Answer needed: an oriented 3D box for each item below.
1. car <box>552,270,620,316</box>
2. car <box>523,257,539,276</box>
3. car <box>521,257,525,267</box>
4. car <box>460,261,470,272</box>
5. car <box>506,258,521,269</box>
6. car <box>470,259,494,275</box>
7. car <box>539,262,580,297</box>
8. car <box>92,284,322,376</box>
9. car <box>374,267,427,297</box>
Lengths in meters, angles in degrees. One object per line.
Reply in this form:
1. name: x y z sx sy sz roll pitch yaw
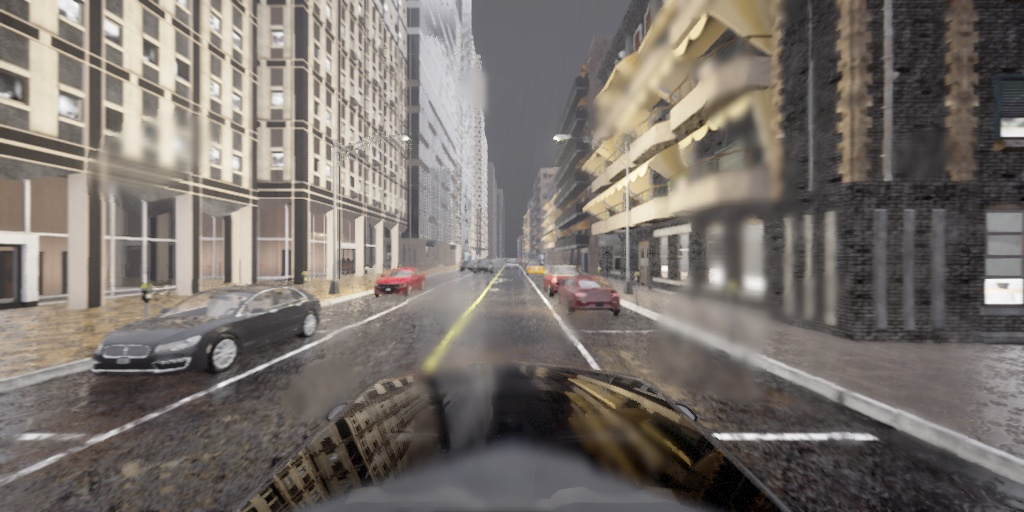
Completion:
1. car: 2.690 1.332 13.085 1.802 1.307 4.207 0 0 0
2. car: 2.350 1.212 36.580 1.801 1.575 5.366 0 0 0
3. car: 2.691 1.317 58.273 2.007 1.370 4.403 0 0 0
4. car: -5.690 1.325 46.976 1.948 1.339 4.313 0 0 0
5. car: 0.004 1.365 54.657 1.895 1.301 4.718 0 0 0
6. car: -3.086 1.106 39.681 2.097 1.767 4.553 0 0 0
7. car: 2.690 1.191 18.733 1.967 1.591 4.097 0 0 0
8. car: -5.690 1.300 7.436 2.007 1.370 4.403 0 0 0
9. car: -5.690 1.296 18.734 1.888 1.381 4.507 0 0 0
